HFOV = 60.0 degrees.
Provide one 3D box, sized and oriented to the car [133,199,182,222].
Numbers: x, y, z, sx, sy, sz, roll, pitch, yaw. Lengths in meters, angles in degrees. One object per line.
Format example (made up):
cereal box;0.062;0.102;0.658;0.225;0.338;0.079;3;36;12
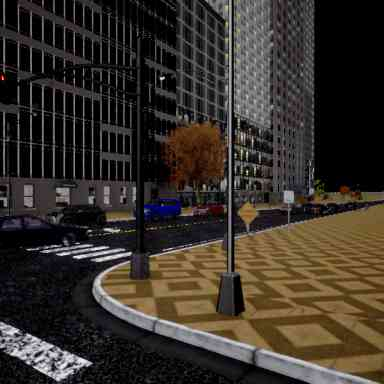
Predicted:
car;-3.210;1.689;32.191;2.150;2.045;5.566;0;-1;33

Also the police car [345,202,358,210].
police car;31.544;2.738;65.819;1.930;1.638;5.238;0;-1;33

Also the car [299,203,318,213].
car;19.171;2.533;54.726;1.837;1.490;4.892;0;-1;33

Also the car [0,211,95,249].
car;-7.200;1.712;14.129;5.357;1.411;2.033;1;-1;-41

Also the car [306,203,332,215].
car;17.724;2.399;46.298;1.837;1.490;4.892;0;-1;33

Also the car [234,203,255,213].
car;7.589;2.371;48.861;2.033;1.411;5.357;0;-1;33

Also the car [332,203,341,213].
car;23.125;2.574;54.687;1.837;1.490;4.892;0;-1;33

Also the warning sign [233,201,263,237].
warning sign;3.127;1.454;18.553;1.300;1.860;1.060;1;1;33

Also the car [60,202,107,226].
car;-8.428;1.648;24.099;2.097;1.767;4.553;0;-1;33

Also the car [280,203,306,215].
car;13.854;2.402;46.388;2.033;1.411;5.357;0;-1;33

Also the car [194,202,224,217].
car;2.089;1.995;40.403;2.097;1.767;4.553;0;-1;33
